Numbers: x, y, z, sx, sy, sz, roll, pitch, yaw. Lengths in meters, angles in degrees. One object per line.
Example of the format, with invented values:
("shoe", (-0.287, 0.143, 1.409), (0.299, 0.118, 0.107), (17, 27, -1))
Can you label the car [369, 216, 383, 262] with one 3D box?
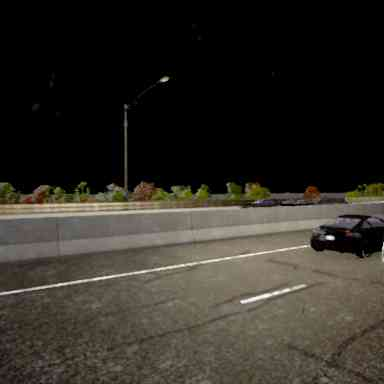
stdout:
("car", (7.317, 1.200, 8.962), (5.566, 2.045, 2.150), (0, 0, -35))

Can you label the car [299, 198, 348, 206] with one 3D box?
("car", (12.158, 1.298, 29.850), (4.553, 1.767, 2.097), (0, 0, -35))

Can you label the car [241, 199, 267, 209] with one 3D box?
("car", (7.600, 1.494, 35.199), (5.357, 1.411, 2.033), (0, 0, -35))

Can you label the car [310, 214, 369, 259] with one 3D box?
("car", (6.378, 1.540, 12.593), (4.181, 1.385, 1.994), (0, 0, -35))

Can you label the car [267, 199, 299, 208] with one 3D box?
("car", (10.103, 1.437, 32.683), (4.902, 1.511, 2.128), (0, 0, -35))
